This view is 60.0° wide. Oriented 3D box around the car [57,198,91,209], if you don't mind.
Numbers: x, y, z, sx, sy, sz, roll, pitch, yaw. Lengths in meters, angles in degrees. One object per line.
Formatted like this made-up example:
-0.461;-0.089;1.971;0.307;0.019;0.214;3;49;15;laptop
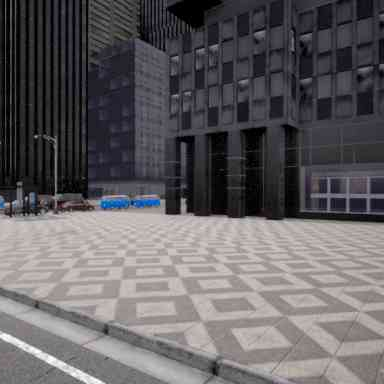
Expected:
-16.323;1.548;46.097;1.802;1.307;4.206;0;0;35;car

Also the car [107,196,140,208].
-10.280;1.473;49.969;1.837;1.490;4.892;0;1;36;car

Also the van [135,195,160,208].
-6.084;1.330;45.778;1.690;1.788;3.998;0;0;35;van

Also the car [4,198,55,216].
-15.963;1.549;31.903;2.008;1.369;4.403;0;0;35;car

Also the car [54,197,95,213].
-12.670;1.576;36.528;1.802;1.307;4.206;0;0;35;car

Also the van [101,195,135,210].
-9.376;1.332;41.153;1.690;1.788;3.998;0;0;35;van

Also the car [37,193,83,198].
-16.174;1.198;41.710;2.150;2.045;5.566;0;0;35;car
